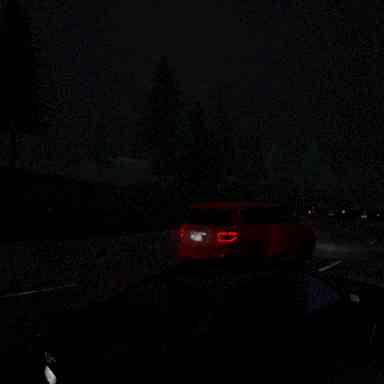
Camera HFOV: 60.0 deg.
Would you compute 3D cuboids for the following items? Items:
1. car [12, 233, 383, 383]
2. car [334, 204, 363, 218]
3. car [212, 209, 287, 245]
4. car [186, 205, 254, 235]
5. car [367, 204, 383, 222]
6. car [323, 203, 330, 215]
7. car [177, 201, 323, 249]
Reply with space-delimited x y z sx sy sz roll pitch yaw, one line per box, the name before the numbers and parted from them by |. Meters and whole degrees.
car | 0.735 1.591 4.385 5.357 1.411 2.033 1 -1 -40
car | 15.980 1.914 33.944 1.994 1.385 4.181 0 -1 38
car | 3.162 1.696 17.515 1.812 1.442 4.674 0 -1 40
car | 1.952 1.683 21.531 1.882 1.535 5.008 0 -1 39
car | 16.857 1.787 29.339 1.882 1.535 5.008 0 -1 38
car | 13.851 1.878 36.916 1.837 1.490 4.892 0 -1 38
car | 1.983 1.327 10.746 2.150 2.045 5.566 0 -1 43
